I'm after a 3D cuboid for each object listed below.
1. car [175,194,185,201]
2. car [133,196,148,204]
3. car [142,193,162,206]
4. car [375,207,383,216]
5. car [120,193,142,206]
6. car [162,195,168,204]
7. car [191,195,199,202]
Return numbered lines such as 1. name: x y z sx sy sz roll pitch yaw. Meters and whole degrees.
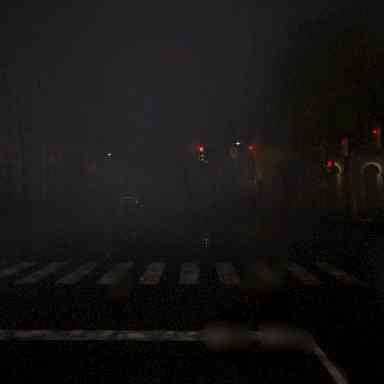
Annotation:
1. car: -2.773 1.279 78.602 2.097 1.767 4.553 0 0 1
2. car: -10.047 1.547 65.072 2.033 1.411 5.357 0 0 2
3. car: -6.703 1.221 56.253 2.150 2.045 5.566 0 0 -1
4. car: 18.598 1.526 29.145 4.674 1.442 1.812 0 0 1
5. car: -10.210 1.222 54.839 2.150 2.045 5.566 0 0 0
6. car: -6.515 1.491 66.378 2.128 1.511 4.902 0 0 2
7. car: 0.727 1.450 78.573 2.128 1.511 4.902 0 0 1
